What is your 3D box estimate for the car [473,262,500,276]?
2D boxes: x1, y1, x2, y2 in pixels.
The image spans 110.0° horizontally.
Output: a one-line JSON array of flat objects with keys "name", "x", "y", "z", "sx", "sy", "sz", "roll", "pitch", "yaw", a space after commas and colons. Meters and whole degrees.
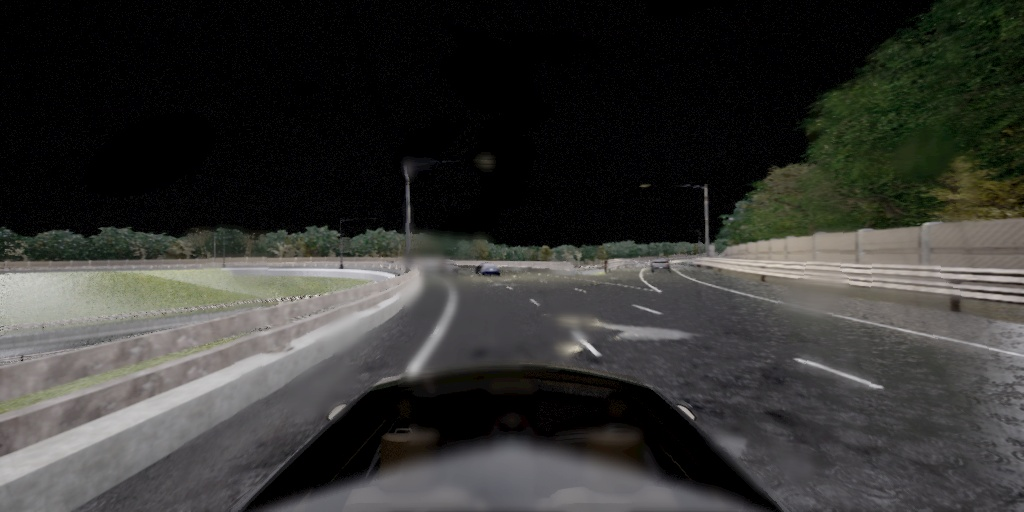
[{"name": "car", "x": -2.757, "y": 1.363, "z": 38.212, "sx": 1.994, "sy": 1.385, "sz": 4.181, "roll": -1, "pitch": 0, "yaw": -20}]

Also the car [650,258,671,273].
[{"name": "car", "x": 15.530, "y": 0.938, "z": 37.648, "sx": 2.128, "sy": 1.511, "sz": 4.902, "roll": -1, "pitch": 0, "yaw": 20}]

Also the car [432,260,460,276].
[{"name": "car", "x": -7.101, "y": 1.375, "z": 39.896, "sx": 2.128, "sy": 1.511, "sz": 4.902, "roll": -1, "pitch": 0, "yaw": -22}]
